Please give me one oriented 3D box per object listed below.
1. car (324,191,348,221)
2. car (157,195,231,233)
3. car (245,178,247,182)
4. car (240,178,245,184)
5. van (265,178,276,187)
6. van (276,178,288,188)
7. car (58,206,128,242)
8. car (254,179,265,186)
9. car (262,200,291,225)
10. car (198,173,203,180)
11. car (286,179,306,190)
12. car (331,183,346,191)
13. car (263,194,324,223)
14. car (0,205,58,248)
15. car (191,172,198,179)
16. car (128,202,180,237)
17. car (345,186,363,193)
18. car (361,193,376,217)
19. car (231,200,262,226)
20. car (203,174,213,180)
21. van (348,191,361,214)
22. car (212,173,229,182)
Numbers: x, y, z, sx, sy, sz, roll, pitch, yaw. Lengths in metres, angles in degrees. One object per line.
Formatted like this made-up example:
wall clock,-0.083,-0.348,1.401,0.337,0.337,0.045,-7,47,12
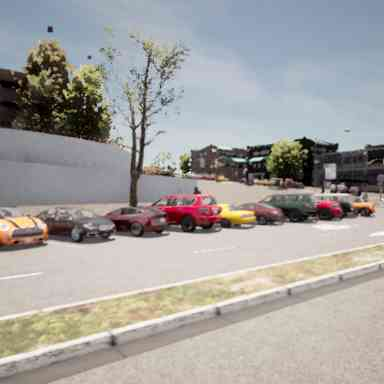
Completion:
car,8.943,1.148,26.499,5.566,2.045,2.435,-1,-1,35
car,-0.923,1.193,19.580,5.566,2.045,2.435,-1,0,35
car,14.963,-2.350,78.146,2.002,1.452,4.674,7,4,35
car,13.220,-2.623,80.607,2.002,1.452,4.674,7,3,35
van,18.371,-2.069,73.095,1.878,1.987,4.442,7,4,35
van,20.102,-1.796,70.625,1.878,1.987,4.442,7,4,35
car,-5.786,1.470,16.089,4.892,1.521,2.231,-1,-1,35
car,16.796,-2.119,75.826,1.946,1.575,5.366,7,3,35
car,4.004,1.461,23.037,4.674,1.452,2.002,-1,0,35
car,4.461,-4.157,92.836,2.185,1.767,4.553,6,3,34
car,21.864,-1.297,68.265,2.231,1.521,4.892,7,3,35
car,27.078,-0.731,60.881,2.435,2.045,5.566,7,3,35
car,6.430,1.159,24.794,5.566,2.045,2.435,-1,0,35
car,-8.253,1.358,14.362,4.553,1.767,2.185,-1,-1,34
car,2.729,-4.392,95.305,2.185,1.767,4.553,4,1,33
car,-3.366,1.485,17.836,4.792,1.488,2.163,-1,0,35
car,28.771,-0.168,58.411,2.002,1.452,4.674,7,3,35
car,13.891,1.252,29.920,4.553,1.767,2.185,-1,0,35
car,1.398,1.432,21.409,5.366,1.575,1.946,-1,0,35
car,6.256,-4.005,90.371,2.435,2.045,5.566,7,4,34
van,11.482,1.161,28.169,4.442,1.987,1.878,-1,-1,35
car,8.110,-3.483,88.114,1.946,1.575,5.366,6,3,34
